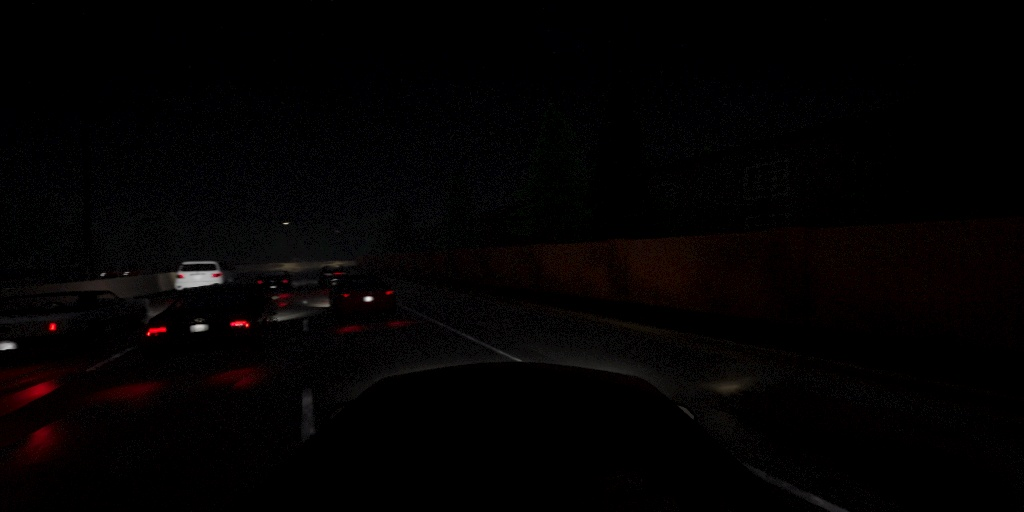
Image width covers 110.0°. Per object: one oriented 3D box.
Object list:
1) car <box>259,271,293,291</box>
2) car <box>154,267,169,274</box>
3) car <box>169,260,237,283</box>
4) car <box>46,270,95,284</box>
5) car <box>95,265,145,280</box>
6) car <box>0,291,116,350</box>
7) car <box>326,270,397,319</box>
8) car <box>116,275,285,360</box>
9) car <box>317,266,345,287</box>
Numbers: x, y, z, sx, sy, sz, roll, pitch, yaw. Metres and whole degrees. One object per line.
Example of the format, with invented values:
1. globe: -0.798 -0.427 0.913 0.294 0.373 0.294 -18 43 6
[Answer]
1. car: -15.717 1.614 23.853 1.895 1.301 4.718 -1 0 -30
2. car: -36.237 1.863 38.068 1.837 1.490 4.892 -1 -1 -30
3. car: -18.922 1.290 22.399 2.150 2.045 5.566 -1 0 -30
4. car: -42.191 2.021 34.393 1.994 1.385 4.181 -1 0 -30
5. car: -39.233 1.758 36.259 2.097 1.767 4.553 -1 0 -30
6. car: -11.235 1.539 9.123 1.895 1.301 4.718 -1 0 -30
7. car: -5.717 1.408 13.572 1.994 1.385 4.181 -1 0 -30
8. car: -7.090 1.416 8.907 2.033 1.411 5.357 -1 0 -29
9. car: -13.414 1.466 26.872 2.128 1.511 4.902 -1 0 -30
